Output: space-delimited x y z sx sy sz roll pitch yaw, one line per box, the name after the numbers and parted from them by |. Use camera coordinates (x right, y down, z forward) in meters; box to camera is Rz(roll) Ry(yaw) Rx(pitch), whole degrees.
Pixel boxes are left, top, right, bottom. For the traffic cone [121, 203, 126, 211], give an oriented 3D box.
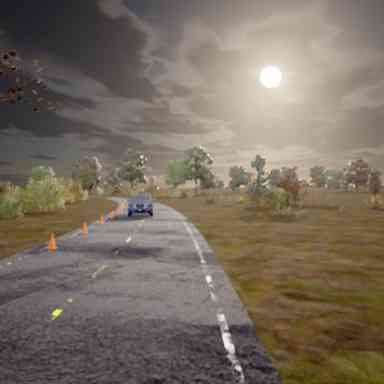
-7.984 1.821 37.654 0.340 0.580 0.340 0 0 -9 | traffic cone

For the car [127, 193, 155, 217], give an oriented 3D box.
-4.558 1.112 29.917 2.150 2.045 5.566 0 0 -7 | car

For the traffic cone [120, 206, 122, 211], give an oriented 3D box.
-7.296 1.838 32.753 0.340 0.580 0.340 0 0 -7 | traffic cone

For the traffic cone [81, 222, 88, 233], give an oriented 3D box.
-5.791 1.893 17.984 0.340 0.580 0.340 0 0 -4 | traffic cone

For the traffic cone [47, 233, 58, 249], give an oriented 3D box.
-5.475 1.912 13.045 0.340 0.580 0.340 0 0 -3 | traffic cone
